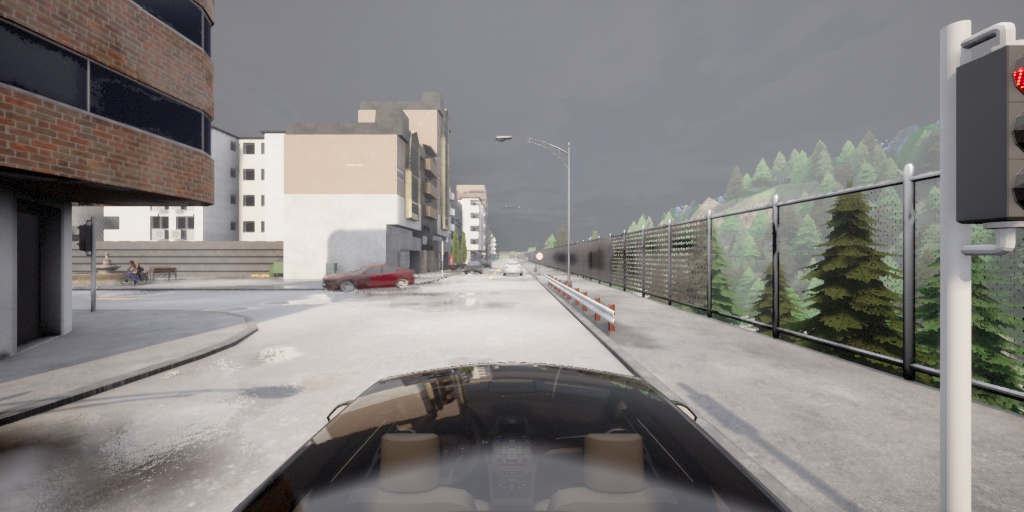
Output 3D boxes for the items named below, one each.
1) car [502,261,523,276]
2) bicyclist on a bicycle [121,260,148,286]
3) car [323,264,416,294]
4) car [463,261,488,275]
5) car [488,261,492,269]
[{"bbox_3d":[0.088,1.275,37.749,1.812,1.442,4.674,0,0,0],"label":"car"},{"bbox_3d":[-24.284,1.099,23.067,0.582,1.620,1.656,0,0,0],"label":"bicyclist on a bicycle"},{"bbox_3d":[-8.044,1.228,20.576,5.008,1.535,1.882,0,2,-43],"label":"car"},{"bbox_3d":[-4.099,1.297,39.207,2.033,1.411,5.357,0,0,0],"label":"car"},{"bbox_3d":[-4.092,1.350,55.255,1.895,1.301,4.718,0,0,0],"label":"car"}]
